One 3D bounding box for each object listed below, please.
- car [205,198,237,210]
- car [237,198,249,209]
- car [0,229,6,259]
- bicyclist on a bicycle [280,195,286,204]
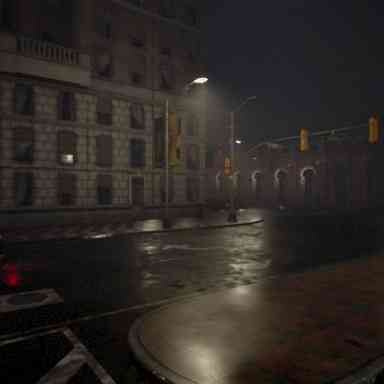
[{"bbox_3d":[2.966,1.488,43.026,2.128,1.511,4.902,0,0,-36],"label":"car"},{"bbox_3d":[5.710,1.522,45.207,1.812,1.442,4.674,0,0,-36],"label":"car"},{"bbox_3d":[-7.529,1.492,8.446,4.902,1.511,2.128,0,0,-35],"label":"car"},{"bbox_3d":[15.449,1.295,56.436,1.656,1.620,0.582,0,0,-36],"label":"bicyclist on a bicycle"}]
